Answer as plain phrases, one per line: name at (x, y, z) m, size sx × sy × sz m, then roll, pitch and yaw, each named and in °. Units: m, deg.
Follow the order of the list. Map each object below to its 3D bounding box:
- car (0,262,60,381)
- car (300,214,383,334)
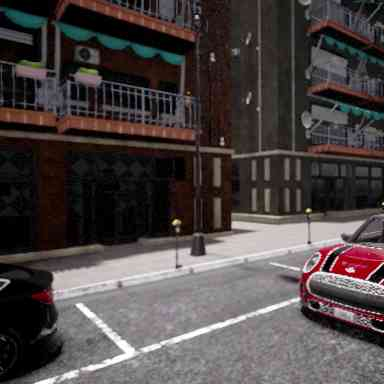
car at (-3.822, 1.587, 3.823) m, size 4.313 × 1.339 × 1.947 m, roll -2°, pitch 2°, yaw -35°
car at (4.099, 1.197, 6.285) m, size 4.553 × 1.767 × 2.097 m, roll -2°, pitch 1°, yaw -35°
